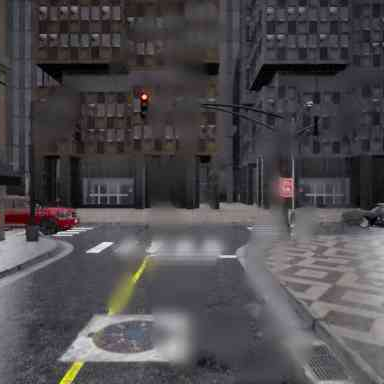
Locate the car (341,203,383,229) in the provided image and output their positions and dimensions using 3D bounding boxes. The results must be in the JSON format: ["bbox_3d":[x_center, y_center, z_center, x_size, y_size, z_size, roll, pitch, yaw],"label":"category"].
[{"bbox_3d":[12.058,1.458,21.032,5.008,1.535,1.882,0,0,1],"label":"car"}]

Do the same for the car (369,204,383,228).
[{"bbox_3d":[12.844,1.526,17.824,5.357,1.411,2.033,0,0,1],"label":"car"}]

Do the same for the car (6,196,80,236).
[{"bbox_3d":[-9.069,1.231,18.088,5.566,2.045,2.150,0,0,1],"label":"car"}]

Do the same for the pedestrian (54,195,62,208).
[{"bbox_3d":[-9.812,1.153,24.334,0.375,1.860,0.375,0,0,1],"label":"pedestrian"}]
